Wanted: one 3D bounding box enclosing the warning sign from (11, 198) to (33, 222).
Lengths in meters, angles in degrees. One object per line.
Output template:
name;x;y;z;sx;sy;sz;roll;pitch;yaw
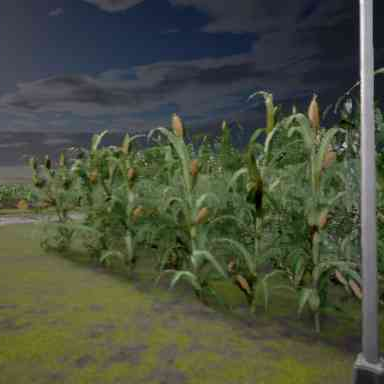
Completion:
warning sign;-13.559;1.398;26.521;1.300;1.860;1.060;0;0;29
